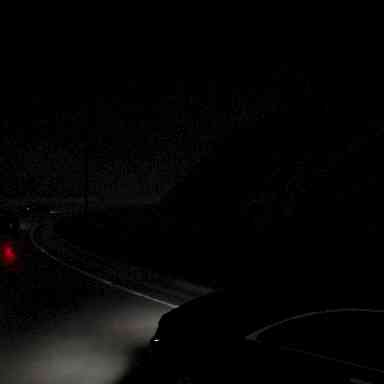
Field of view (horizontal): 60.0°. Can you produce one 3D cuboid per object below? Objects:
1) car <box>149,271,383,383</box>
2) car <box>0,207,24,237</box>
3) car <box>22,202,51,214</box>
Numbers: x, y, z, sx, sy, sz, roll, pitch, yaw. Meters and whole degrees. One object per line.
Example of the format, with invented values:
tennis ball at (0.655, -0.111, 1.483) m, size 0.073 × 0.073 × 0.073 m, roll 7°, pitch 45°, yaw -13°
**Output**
car at (1.755, 1.522, 2.938) m, size 4.892 × 1.490 × 1.837 m, roll 0°, pitch 0°, yaw 37°
car at (-10.553, 1.695, 18.318) m, size 1.895 × 1.301 × 4.718 m, roll 0°, pitch 0°, yaw -25°
car at (-17.550, 1.756, 37.574) m, size 1.994 × 1.385 × 4.181 m, roll 0°, pitch 0°, yaw 0°
